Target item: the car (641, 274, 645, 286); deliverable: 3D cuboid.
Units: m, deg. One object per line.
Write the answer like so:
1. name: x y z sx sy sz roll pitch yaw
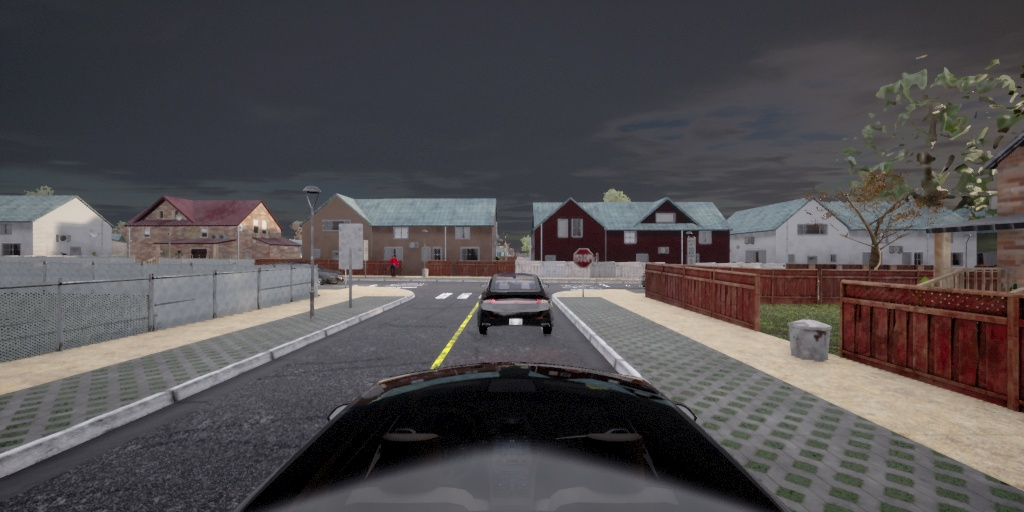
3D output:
1. car: 10.263 1.429 22.286 4.181 1.385 1.994 1 0 1

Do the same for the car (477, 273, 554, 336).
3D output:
1. car: 0.077 1.241 10.378 2.128 1.511 4.902 0 0 0

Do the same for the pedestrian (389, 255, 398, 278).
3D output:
1. pedestrian: -9.430 0.803 28.542 0.375 1.860 0.375 0 0 1

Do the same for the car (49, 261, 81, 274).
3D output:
1. car: -28.584 1.022 23.056 5.357 1.411 2.033 1 0 1

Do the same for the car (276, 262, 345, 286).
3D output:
1. car: -13.156 1.135 22.701 4.892 1.490 1.837 1 0 3
